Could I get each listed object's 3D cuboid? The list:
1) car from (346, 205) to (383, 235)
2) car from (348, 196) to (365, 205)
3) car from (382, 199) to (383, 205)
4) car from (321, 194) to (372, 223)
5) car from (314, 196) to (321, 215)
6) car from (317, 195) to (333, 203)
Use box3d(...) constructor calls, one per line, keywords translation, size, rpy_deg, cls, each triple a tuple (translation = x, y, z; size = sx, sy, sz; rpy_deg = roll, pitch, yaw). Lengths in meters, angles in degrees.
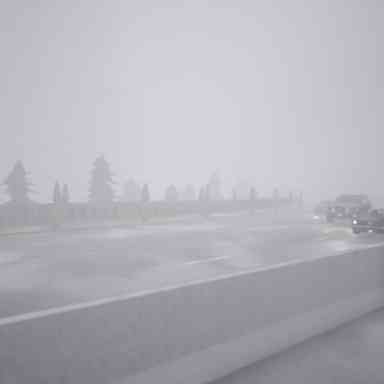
box3d(translation=(10.059, 1.560, 17.498), size=(1.895, 1.301, 4.718), rpy_deg=(0, 0, 44), cls="car")
box3d(translation=(30.244, 1.556, 61.326), size=(1.837, 1.490, 4.892), rpy_deg=(0, 0, 13), cls="car")
box3d(translation=(31.107, 1.508, 51.932), size=(1.837, 1.490, 4.892), rpy_deg=(0, 0, 19), cls="car")
box3d(translation=(11.714, 1.181, 24.551), size=(2.150, 2.045, 5.566), rpy_deg=(0, 0, 40), cls="car")
box3d(translation=(13.411, 1.473, 32.555), size=(1.837, 1.490, 4.892), rpy_deg=(0, 0, 35), cls="car")
box3d(translation=(28.405, 1.424, 71.090), size=(1.882, 1.535, 5.008), rpy_deg=(0, 0, 7), cls="car")
